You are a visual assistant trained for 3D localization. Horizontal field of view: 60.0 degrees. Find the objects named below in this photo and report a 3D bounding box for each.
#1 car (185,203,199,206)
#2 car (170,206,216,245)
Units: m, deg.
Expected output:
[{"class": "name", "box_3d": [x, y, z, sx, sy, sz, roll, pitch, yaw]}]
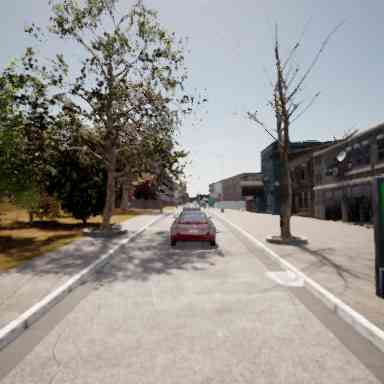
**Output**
[{"class": "car", "box_3d": [-0.028, 1.777, 33.374, 2.033, 1.411, 5.357, 0, -1, 0]}, {"class": "car", "box_3d": [0.040, 1.576, 15.628, 1.994, 1.385, 4.181, 0, 0, 0]}]
